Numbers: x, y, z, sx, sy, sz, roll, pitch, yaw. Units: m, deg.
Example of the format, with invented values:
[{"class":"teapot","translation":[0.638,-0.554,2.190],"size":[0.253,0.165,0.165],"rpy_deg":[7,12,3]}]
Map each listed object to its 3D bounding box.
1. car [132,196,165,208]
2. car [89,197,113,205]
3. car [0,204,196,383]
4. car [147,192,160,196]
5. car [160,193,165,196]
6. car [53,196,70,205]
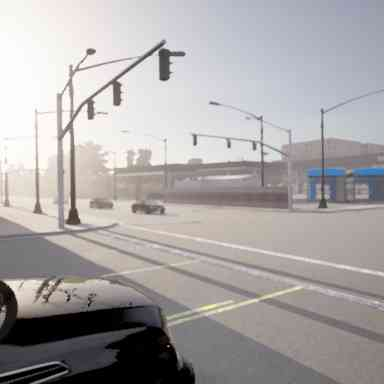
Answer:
[{"class":"car","translation":[-4.461,1.408,33.132],"size":[1.812,1.442,4.674],"rpy_deg":[-1,1,-37]},{"class":"car","translation":[-11.754,1.394,42.928],"size":[1.837,1.490,4.892],"rpy_deg":[-1,1,-37]},{"class":"car","translation":[-2.630,1.225,1.895],"size":[5.566,2.045,2.150],"rpy_deg":[0,0,-35]},{"class":"car","translation":[-8.325,0.826,78.264],"size":[4.611,1.667,2.242],"rpy_deg":[-1,1,-35]},{"class":"car","translation":[-4.348,0.972,74.049],"size":[3.806,1.475,1.970],"rpy_deg":[-1,1,-35]},{"class":"car","translation":[-22.641,1.431,57.609],"size":[1.812,1.442,4.674],"rpy_deg":[-1,0,-36]}]
